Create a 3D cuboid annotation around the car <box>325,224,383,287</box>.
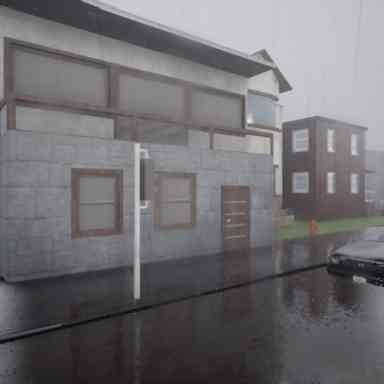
[{"bbox_3d":[5.844,1.547,8.947,5.357,1.411,2.033,0,0,-37],"label":"car"}]
